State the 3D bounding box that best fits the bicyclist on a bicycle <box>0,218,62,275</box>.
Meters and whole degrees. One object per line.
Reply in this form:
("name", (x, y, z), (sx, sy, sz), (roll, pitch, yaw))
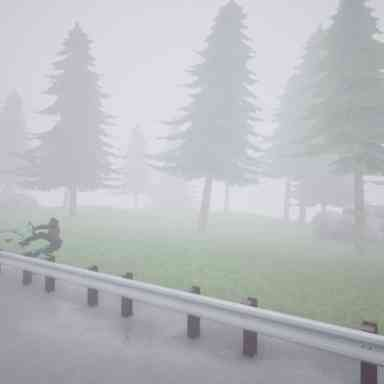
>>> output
("bicyclist on a bicycle", (-3.958, 1.254, 8.547), (1.656, 0.582, 1.620), (34, 37, 4))
